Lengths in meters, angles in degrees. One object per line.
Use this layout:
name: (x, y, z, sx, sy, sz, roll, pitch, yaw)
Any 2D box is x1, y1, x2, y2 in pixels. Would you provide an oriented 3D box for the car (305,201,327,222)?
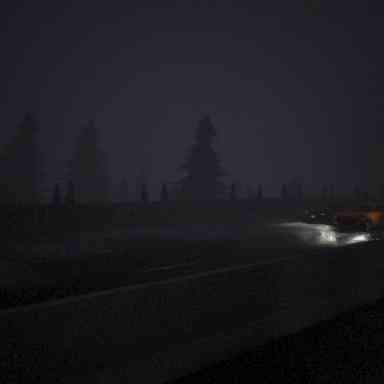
car: (10.285, 1.421, 24.303, 4.892, 1.490, 1.837, -1, 0, -36)

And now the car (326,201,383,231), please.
car: (10.622, 1.402, 20.237, 5.008, 1.535, 1.882, 0, 0, -36)
